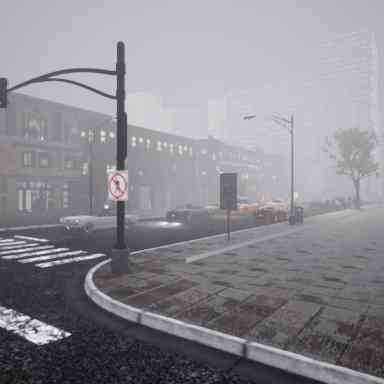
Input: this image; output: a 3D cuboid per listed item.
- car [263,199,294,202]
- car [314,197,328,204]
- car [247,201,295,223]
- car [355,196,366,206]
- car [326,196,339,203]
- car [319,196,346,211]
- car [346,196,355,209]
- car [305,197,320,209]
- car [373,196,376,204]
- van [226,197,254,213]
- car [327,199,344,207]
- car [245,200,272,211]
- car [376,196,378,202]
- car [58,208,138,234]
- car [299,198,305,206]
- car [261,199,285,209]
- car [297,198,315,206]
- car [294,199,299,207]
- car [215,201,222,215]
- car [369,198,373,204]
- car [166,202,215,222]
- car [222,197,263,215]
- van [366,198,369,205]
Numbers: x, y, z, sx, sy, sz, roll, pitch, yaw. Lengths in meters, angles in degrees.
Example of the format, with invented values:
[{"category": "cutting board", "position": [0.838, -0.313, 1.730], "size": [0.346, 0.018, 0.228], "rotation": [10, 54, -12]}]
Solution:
[{"category": "car", "position": [11.386, 1.684, 44.094], "size": [1.882, 1.535, 5.008], "rotation": [0, 0, 36]}, {"category": "car", "position": [28.185, 1.828, 72.596], "size": [1.967, 1.590, 4.097], "rotation": [0, -1, 35]}, {"category": "car", "position": [6.499, 1.670, 27.055], "size": [1.887, 1.381, 4.507], "rotation": [0, 0, 35]}, {"category": "car", "position": [28.690, 1.642, 58.738], "size": [2.192, 1.841, 5.009], "rotation": [0, -1, 35]}, {"category": "car", "position": [34.538, 1.894, 81.640], "size": [1.967, 1.590, 4.097], "rotation": [0, -1, 35]}, {"category": "car", "position": [19.161, 1.676, 45.172], "size": [1.967, 1.590, 4.097], "rotation": [0, -1, 35]}, {"category": "car", "position": [22.337, 1.581, 49.694], "size": [2.192, 1.841, 5.009], "rotation": [0, -1, 35]}, {"category": "car", "position": [18.887, 1.745, 49.278], "size": [2.128, 1.511, 4.902], "rotation": [0, 0, 35]}, {"category": "car", "position": [38.318, 1.948, 72.440], "size": [1.752, 1.417, 4.829], "rotation": [0, -1, 35]}, {"category": "van", "position": [5.950, 1.518, 40.945], "size": [1.690, 1.788, 3.998], "rotation": [0, 0, 35]}, {"category": "car", "position": [25.097, 1.913, 58.118], "size": [1.895, 1.301, 4.718], "rotation": [0, 0, 35]}, {"category": "car", "position": [9.127, 1.756, 45.466], "size": [2.008, 1.369, 4.403], "rotation": [0, 0, 35]}, {"category": "car", "position": [41.396, 2.037, 76.822], "size": [1.802, 1.307, 4.206], "rotation": [0, -1, 35]}, {"category": "car", "position": [-5.544, 1.668, 20.071], "size": [1.895, 1.301, 4.718], "rotation": [0, 0, 35]}, {"category": "car", "position": [18.656, 1.846, 59.031], "size": [2.008, 1.369, 4.403], "rotation": [0, -1, 35]}, {"category": "car", "position": [12.205, 1.759, 49.848], "size": [1.752, 1.417, 4.829], "rotation": [0, -1, 35]}, {"category": "car", "position": [21.833, 1.876, 63.553], "size": [2.008, 1.369, 4.403], "rotation": [0, -1, 35]}, {"category": "car", "position": [15.480, 1.816, 54.509], "size": [2.008, 1.369, 4.403], "rotation": [0, -1, 35]}, {"category": "car", "position": [2.676, 1.674, 36.283], "size": [1.752, 1.417, 4.829], "rotation": [0, 0, 35]}, {"category": "car", "position": [35.043, 1.972, 67.778], "size": [1.802, 1.307, 4.206], "rotation": [0, -1, 35]}, {"category": "car", "position": [-0.293, 1.672, 27.530], "size": [1.994, 1.385, 4.181], "rotation": [0, 0, 36]}, {"category": "car", "position": [5.515, 1.508, 35.794], "size": [2.097, 1.767, 4.553], "rotation": [0, 0, 35]}, {"category": "van", "position": [31.867, 1.699, 63.259], "size": [1.690, 1.788, 3.998], "rotation": [0, -1, 35]}]
